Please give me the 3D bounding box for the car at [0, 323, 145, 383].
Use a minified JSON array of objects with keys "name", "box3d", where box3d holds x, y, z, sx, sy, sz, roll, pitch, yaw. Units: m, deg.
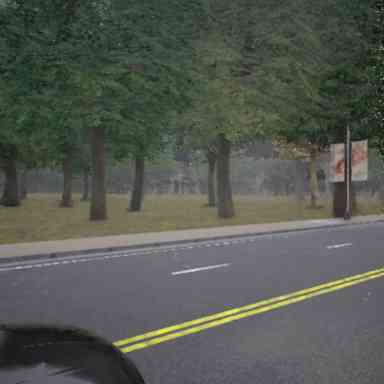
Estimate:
[{"name":"car","box3d":[-2.540,1.490,1.628,4.902,1.511,2.128,0,0,-36]}]
